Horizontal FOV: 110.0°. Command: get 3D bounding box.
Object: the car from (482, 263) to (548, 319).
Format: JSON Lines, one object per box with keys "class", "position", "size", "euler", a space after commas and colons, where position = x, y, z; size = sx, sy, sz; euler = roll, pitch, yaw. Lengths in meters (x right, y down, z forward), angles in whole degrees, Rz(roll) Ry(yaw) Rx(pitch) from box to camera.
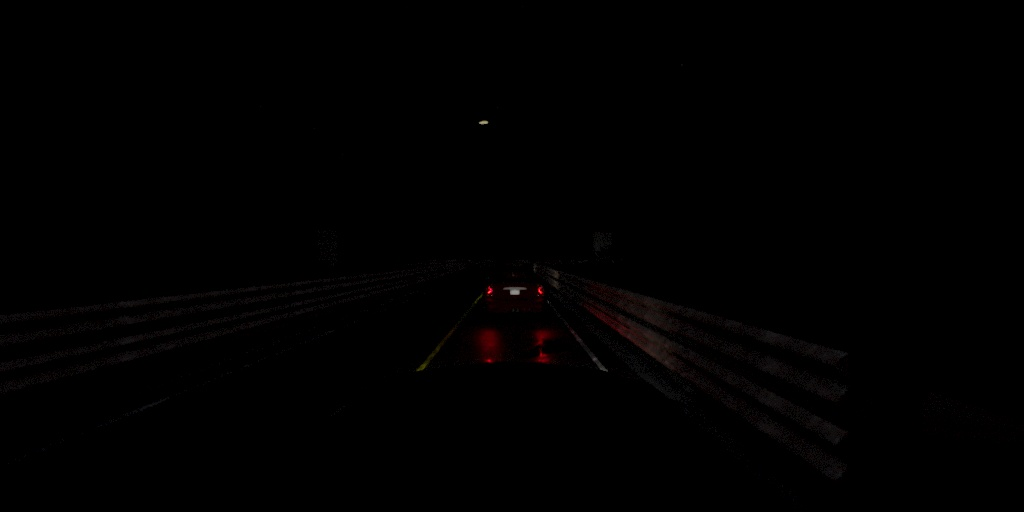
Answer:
{"class": "car", "position": [0.098, 1.159, 13.236], "size": [2.097, 1.767, 4.553], "euler": [0, 0, 0]}
